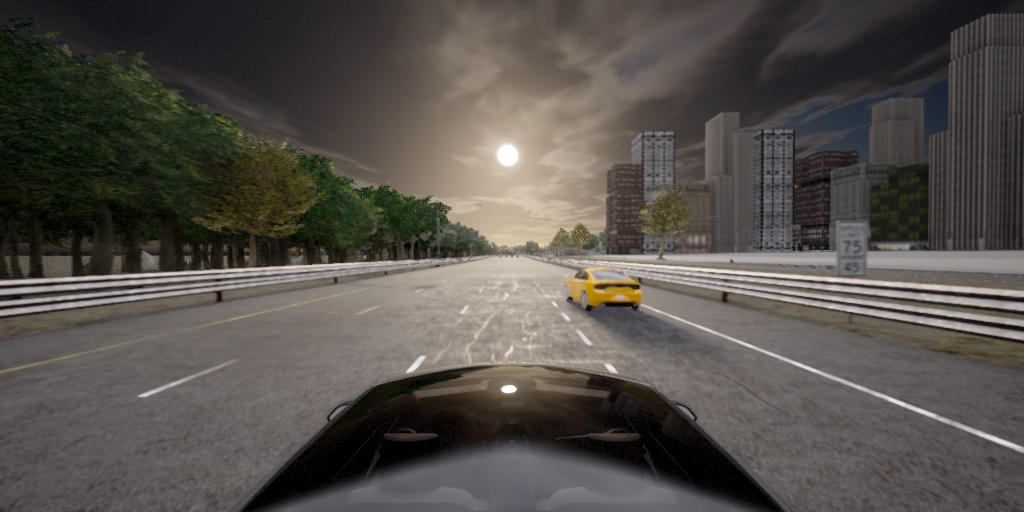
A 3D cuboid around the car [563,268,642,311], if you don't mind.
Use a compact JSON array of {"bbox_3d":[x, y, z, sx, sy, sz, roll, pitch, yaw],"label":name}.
[{"bbox_3d":[3.439,1.213,14.400,1.882,1.535,5.008,1,0,-4],"label":"car"}]
